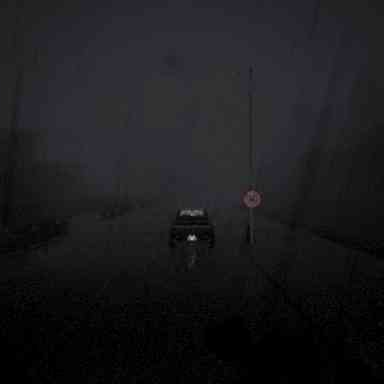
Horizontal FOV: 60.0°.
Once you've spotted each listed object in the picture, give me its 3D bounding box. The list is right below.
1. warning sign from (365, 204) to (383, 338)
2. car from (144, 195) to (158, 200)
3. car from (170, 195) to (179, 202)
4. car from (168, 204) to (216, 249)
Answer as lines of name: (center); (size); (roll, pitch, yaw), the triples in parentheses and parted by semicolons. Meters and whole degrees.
warning sign: (3.350, 1.117, 4.651); (1.300, 1.860, 1.060); (0, 0, 0)
car: (-10.325, 1.475, 86.835); (5.357, 1.415, 2.033); (0, 0, -40)
car: (-4.003, 1.436, 75.912); (1.812, 1.442, 4.674); (0, 0, 0)
car: (0.000, 1.499, 14.650); (2.128, 1.511, 4.902); (0, 0, 0)
